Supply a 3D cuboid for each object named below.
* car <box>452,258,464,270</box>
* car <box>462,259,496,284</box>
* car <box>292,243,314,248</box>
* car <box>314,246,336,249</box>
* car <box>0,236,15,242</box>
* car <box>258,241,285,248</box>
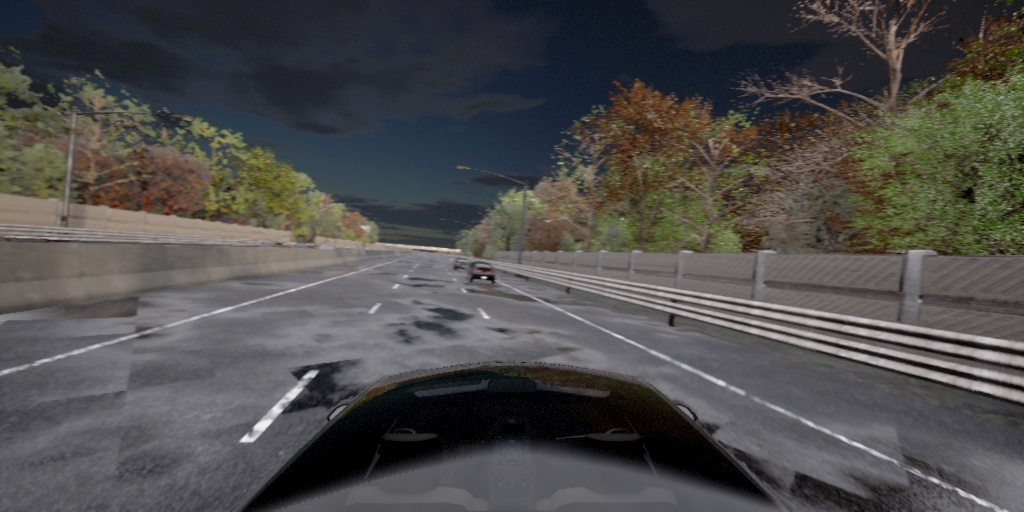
[{"bbox_3d":[-6.003,0.983,42.623,1.812,1.442,4.674,5,0,-13],"label":"car"},{"bbox_3d":[-2.412,1.181,26.895,1.837,1.490,4.892,5,0,-13],"label":"car"},{"bbox_3d":[-29.362,-1.000,50.466,2.128,1.511,4.902,5,0,-12],"label":"car"},{"bbox_3d":[-25.831,-0.662,50.652,1.812,1.442,4.674,5,0,-12],"label":"car"},{"bbox_3d":[-16.727,-0.041,10.506,1.895,1.301,4.718,5,0,-13],"label":"car"},{"bbox_3d":[-32.502,-1.258,48.596,1.837,1.490,4.892,5,0,-12],"label":"car"}]
